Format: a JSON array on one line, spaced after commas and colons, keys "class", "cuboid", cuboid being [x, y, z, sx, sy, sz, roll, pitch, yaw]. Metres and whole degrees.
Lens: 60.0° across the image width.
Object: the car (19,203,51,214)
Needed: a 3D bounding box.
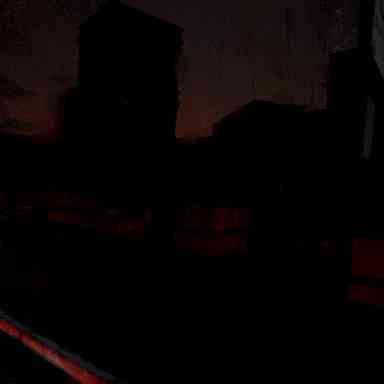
[{"class": "car", "cuboid": [-21.236, 2.167, 45.263, 2.033, 1.411, 5.357, 4, -2, 6]}]
